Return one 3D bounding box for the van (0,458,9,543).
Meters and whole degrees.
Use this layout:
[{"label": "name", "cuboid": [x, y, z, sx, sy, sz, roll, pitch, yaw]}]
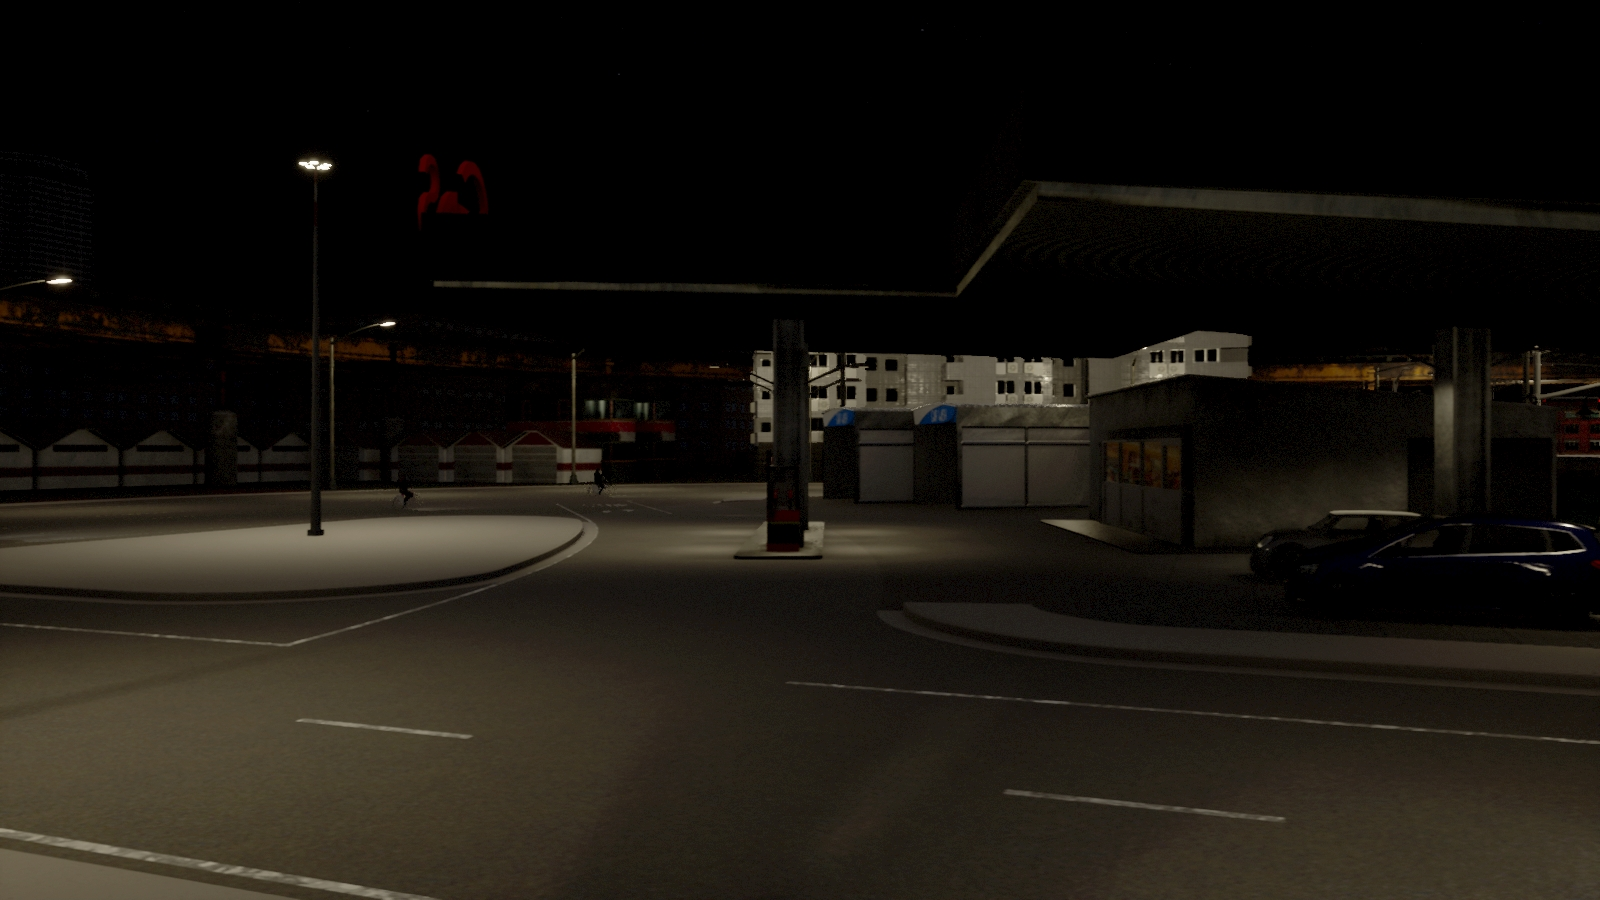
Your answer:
[{"label": "van", "cuboid": [-26.032, 1.534, 32.340, 1.988, 2.561, 5.915, 0, 0, 20]}]
